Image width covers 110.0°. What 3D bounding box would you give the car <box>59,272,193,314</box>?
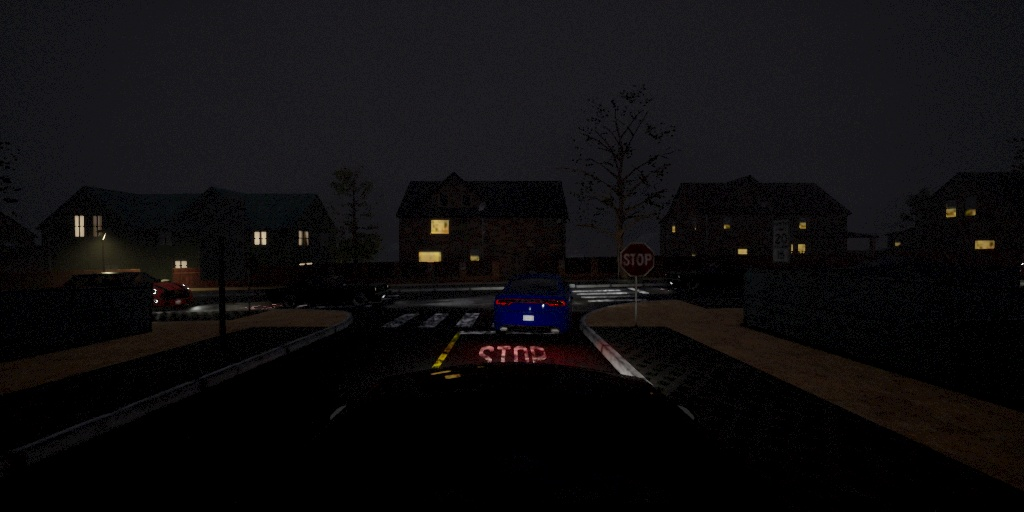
[{"bbox_3d":[-16.794,1.472,15.619,4.553,1.767,2.097,-1,1,0],"label":"car"}]

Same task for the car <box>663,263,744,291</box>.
[{"bbox_3d":[10.416,1.034,18.545,4.718,1.301,1.895,-1,1,-1],"label":"car"}]

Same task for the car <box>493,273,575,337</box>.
[{"bbox_3d":[0.789,1.226,10.413,1.882,1.535,5.008,0,0,10],"label":"car"}]

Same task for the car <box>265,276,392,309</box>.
[{"bbox_3d":[-7.807,1.506,15.623,4.718,1.301,1.895,-1,1,0],"label":"car"}]

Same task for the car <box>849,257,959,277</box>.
[{"bbox_3d":[20.061,0.753,18.578,5.357,1.411,2.033,-1,1,0],"label":"car"}]

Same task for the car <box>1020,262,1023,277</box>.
[{"bbox_3d":[29.571,0.335,18.567,4.553,1.767,2.097,-1,1,0],"label":"car"}]
